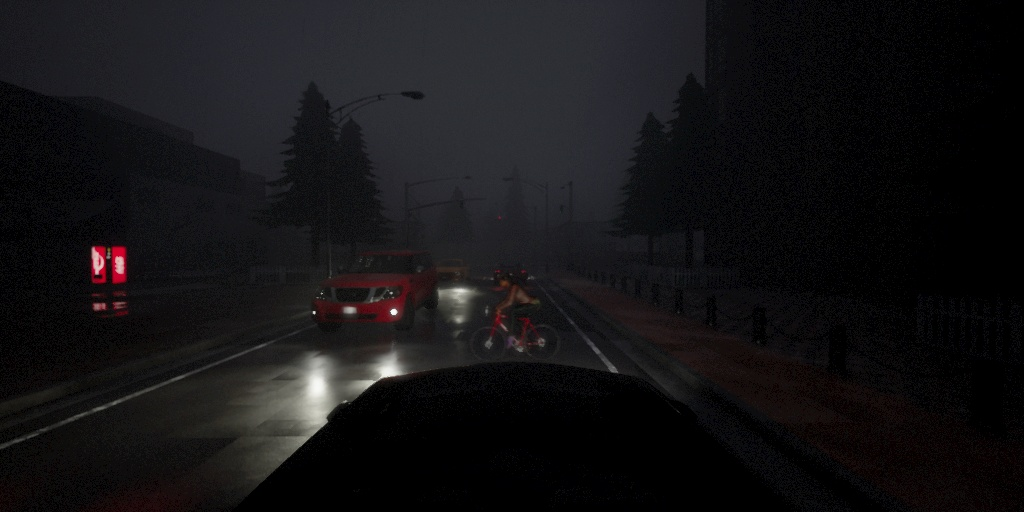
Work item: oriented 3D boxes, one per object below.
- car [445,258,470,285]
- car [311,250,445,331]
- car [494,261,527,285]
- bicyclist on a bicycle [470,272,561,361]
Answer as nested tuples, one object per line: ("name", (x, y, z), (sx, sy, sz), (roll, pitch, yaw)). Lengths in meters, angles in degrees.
("car", (-3.710, 0.892, 22.136), (1.882, 1.535, 5.008), (0, 1, 0))
("car", (-3.674, 0.823, 10.798), (2.150, 2.045, 5.566), (0, 1, -1))
("car", (-0.097, 0.978, 22.109), (1.994, 1.385, 4.181), (0, 1, -1))
("bicyclist on a bicycle", (0.046, 1.119, 6.466), (1.656, 1.620, 0.582), (-2, 1, -1))
